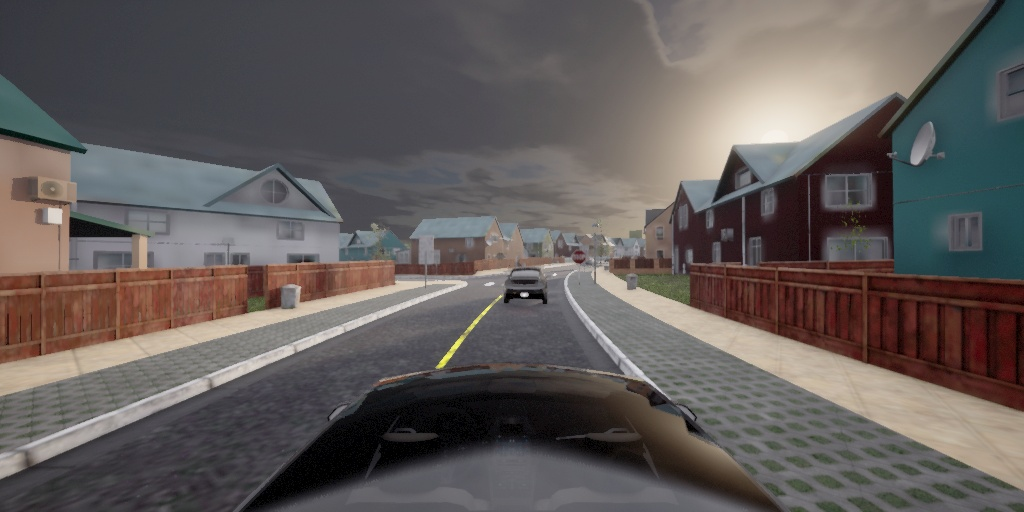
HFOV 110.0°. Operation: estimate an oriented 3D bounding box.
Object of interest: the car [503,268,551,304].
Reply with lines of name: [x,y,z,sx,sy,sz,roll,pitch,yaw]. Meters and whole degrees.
car: [0.712,1.255,16.309,1.837,1.490,4.892,0,0,6]
